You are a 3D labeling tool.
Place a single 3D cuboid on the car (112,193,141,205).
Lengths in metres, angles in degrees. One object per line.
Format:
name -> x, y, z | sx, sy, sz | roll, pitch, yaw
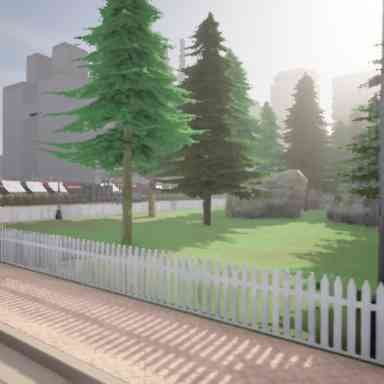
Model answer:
car -> -9.880, 1.015, 50.306 | 2.097, 1.767, 4.553 | 1, 0, 34
